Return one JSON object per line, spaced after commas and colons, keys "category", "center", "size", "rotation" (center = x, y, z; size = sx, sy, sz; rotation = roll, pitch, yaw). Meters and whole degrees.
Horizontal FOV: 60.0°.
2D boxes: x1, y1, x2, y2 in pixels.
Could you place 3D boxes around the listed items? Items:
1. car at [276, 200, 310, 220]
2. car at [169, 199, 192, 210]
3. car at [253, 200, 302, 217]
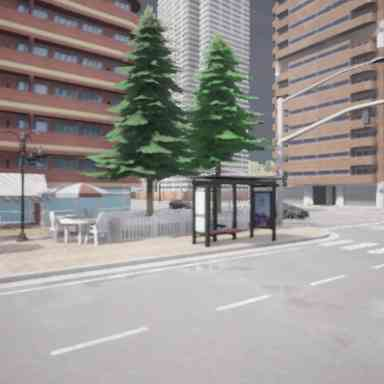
{"category": "car", "center": [8.109, 1.654, 29.100], "size": [1.994, 1.385, 4.181], "rotation": [0, 0, -35]}
{"category": "car", "center": [-1.045, 1.658, 42.000], "size": [1.837, 1.490, 4.892], "rotation": [0, 0, -36]}
{"category": "car", "center": [8.699, 1.600, 34.303], "size": [1.837, 1.490, 4.892], "rotation": [0, 0, -35]}
